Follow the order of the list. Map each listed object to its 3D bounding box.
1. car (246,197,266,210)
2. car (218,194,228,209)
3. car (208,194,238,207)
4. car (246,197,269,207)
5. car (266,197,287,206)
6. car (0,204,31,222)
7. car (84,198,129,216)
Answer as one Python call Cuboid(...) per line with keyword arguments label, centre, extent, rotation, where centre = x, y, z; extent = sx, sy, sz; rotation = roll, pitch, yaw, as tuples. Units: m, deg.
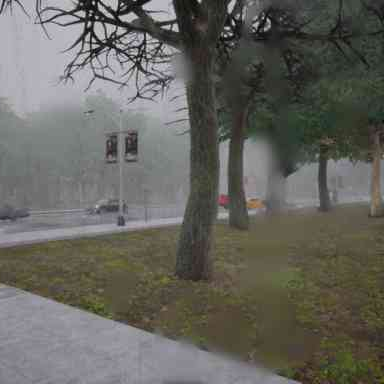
Cuboid(label="car", centre=(7.827, 1.552, 45.308), extent=(1.882, 1.535, 5.008), rotation=(0, 0, 36))
Cuboid(label="car", centre=(4.831, 1.290, 46.714), extent=(2.150, 2.045, 5.566), rotation=(0, 0, 36))
Cuboid(label="car", centre=(4.920, 1.297, 52.515), extent=(2.150, 2.045, 5.566), rotation=(0, 0, 36))
Cuboid(label="car", centre=(10.914, 1.594, 55.302), extent=(1.837, 1.490, 4.892), rotation=(0, 0, 36))
Cuboid(label="car", centre=(13.625, 1.571, 53.505), extent=(1.882, 1.535, 5.008), rotation=(0, 0, 36))
Cuboid(label="car", centre=(-14.997, 1.564, 24.805), extent=(2.033, 1.411, 5.357), rotation=(0, 0, 35))
Cuboid(label="car", centre=(-8.612, 1.387, 33.735), extent=(2.097, 1.767, 4.553), rotation=(0, 0, 35))
